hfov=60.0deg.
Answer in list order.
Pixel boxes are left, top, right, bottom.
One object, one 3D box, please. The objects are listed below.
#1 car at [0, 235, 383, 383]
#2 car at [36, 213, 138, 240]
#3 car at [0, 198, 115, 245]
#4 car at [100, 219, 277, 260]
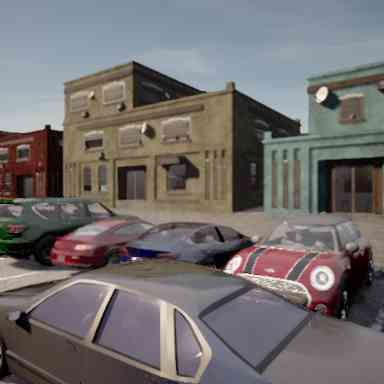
[{"bbox_3d":[-0.559,1.549,3.776,5.357,1.411,2.033,0,0,36],"label":"car"},{"bbox_3d":[-2.018,1.526,10.391,2.002,1.452,4.674,0,0,36],"label":"car"},{"bbox_3d":[-4.245,1.238,12.018,2.435,2.045,5.566,0,0,36],"label":"car"},{"bbox_3d":[0.245,1.513,8.815,2.163,1.488,4.792,0,0,36],"label":"car"}]
